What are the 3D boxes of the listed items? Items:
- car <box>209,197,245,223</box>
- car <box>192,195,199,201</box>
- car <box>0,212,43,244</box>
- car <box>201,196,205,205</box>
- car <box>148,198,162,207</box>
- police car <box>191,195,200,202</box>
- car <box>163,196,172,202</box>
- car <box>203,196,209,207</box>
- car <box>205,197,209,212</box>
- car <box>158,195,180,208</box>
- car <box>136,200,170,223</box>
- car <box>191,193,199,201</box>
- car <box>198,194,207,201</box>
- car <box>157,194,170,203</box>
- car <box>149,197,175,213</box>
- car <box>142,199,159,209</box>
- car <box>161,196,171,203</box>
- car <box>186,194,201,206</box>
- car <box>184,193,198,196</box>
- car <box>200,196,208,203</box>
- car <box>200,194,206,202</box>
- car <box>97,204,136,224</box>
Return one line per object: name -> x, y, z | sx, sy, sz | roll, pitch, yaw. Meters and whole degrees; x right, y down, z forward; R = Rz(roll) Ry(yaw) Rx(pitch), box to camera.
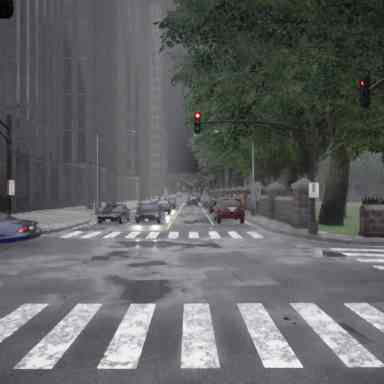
car -> 2.738, 1.324, 25.099 | 2.192, 1.841, 5.009 | 0, 0, 0
car -> 0.814, 1.585, 85.752 | 1.837, 1.490, 4.892 | 0, 0, 0
car -> -8.825, 1.413, 13.096 | 5.357, 1.411, 2.033 | 1, 0, 0
car -> 2.716, 1.581, 46.924 | 2.008, 1.369, 4.403 | 0, 0, 0
car -> -5.815, 1.618, 52.365 | 1.802, 1.307, 4.206 | 0, 0, 0
police car -> 0.824, 1.489, 75.862 | 1.930, 1.638, 5.238 | 0, 0, 0
car -> -5.842, 1.613, 79.651 | 1.887, 1.381, 4.507 | 0, 0, 0
car -> 2.722, 1.576, 41.467 | 2.008, 1.369, 4.403 | 0, 0, 0
car -> 2.727, 1.585, 36.011 | 1.947, 1.339, 4.313 | 0, 0, 0
car -> -3.135, 1.520, 45.504 | 2.128, 1.511, 4.902 | 0, 0, 0
car -> -3.126, 1.557, 25.599 | 2.033, 1.411, 5.357 | 0, 0, 0
car -> 0.808, 1.312, 91.783 | 2.150, 2.045, 5.566 | 0, 0, 0
car -> 2.677, 1.392, 85.120 | 2.192, 1.841, 5.009 | 0, 0, 0
car -> -5.831, 1.369, 68.737 | 2.192, 1.841, 5.009 | 0, 0, 0
car -> -3.121, 1.544, 35.237 | 1.812, 1.442, 4.674 | 0, 0, 0
car -> -5.809, 1.613, 46.908 | 1.802, 1.307, 4.206 | 0, 0, 0
car -> -5.837, 1.606, 74.194 | 1.887, 1.381, 4.507 | 0, 0, 0
car -> 0.045, 1.565, 55.241 | 1.812, 1.442, 4.674 | 0, 0, 0
car -> 0.025, 1.402, 65.004 | 2.097, 1.767, 4.553 | 0, 0, 0
car -> 2.688, 1.586, 74.377 | 1.752, 1.417, 4.829 | 0, 0, 0
car -> 2.711, 1.477, 52.381 | 1.967, 1.590, 4.097 | 0, 0, 0
car -> -5.787, 1.574, 25.080 | 1.947, 1.339, 4.313 | 0, 0, 0
